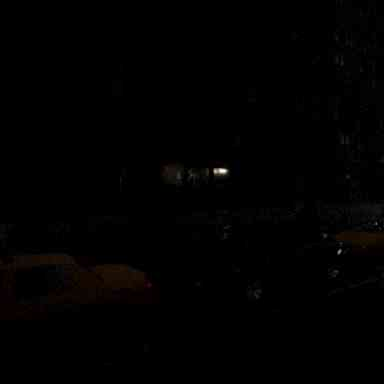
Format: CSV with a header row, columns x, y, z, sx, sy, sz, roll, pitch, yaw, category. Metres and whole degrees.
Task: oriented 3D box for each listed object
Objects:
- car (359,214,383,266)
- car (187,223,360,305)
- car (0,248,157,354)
x,y,z,sx,sy,sz,roll,pitch,yaw,category
6.383,1.447,11.204,4.829,1.417,1.752,0,0,-36,car
1.901,1.524,8.006,4.313,1.339,1.947,0,0,-36,car
-2.859,1.524,4.609,4.829,1.417,1.752,0,0,-36,car
